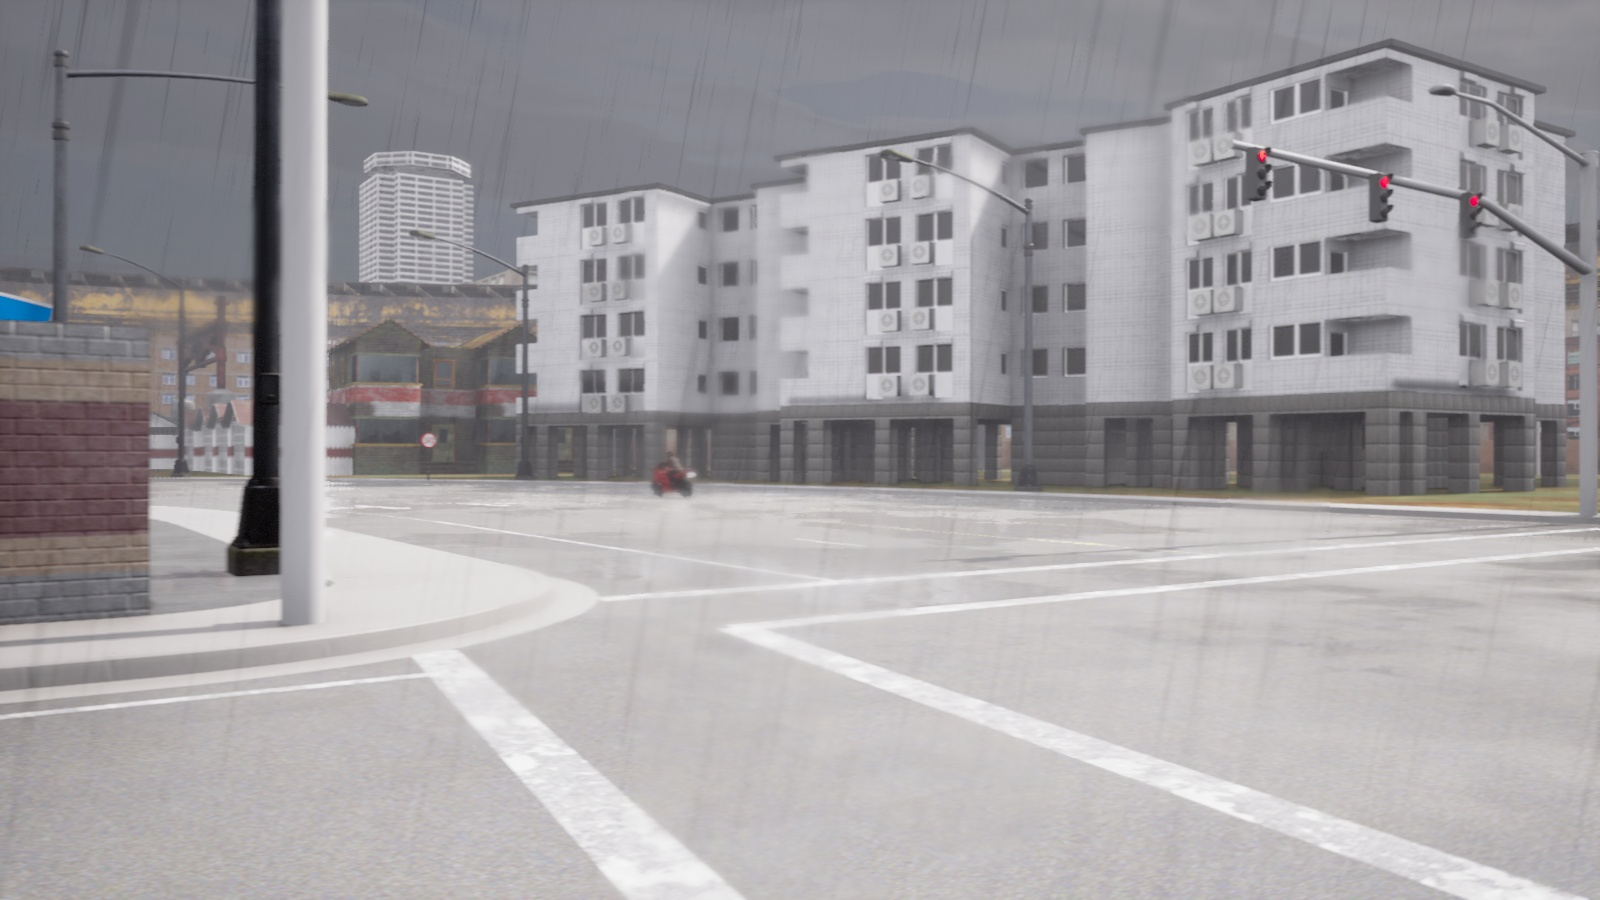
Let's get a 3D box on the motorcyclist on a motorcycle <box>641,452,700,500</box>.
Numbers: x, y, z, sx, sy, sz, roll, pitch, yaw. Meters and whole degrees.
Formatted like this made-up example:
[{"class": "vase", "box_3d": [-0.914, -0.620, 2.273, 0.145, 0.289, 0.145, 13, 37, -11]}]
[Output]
[{"class": "motorcyclist on a motorcycle", "box_3d": [-4.239, 0.817, 40.990, 2.044, 1.523, 0.797, 0, 0, 44]}]
